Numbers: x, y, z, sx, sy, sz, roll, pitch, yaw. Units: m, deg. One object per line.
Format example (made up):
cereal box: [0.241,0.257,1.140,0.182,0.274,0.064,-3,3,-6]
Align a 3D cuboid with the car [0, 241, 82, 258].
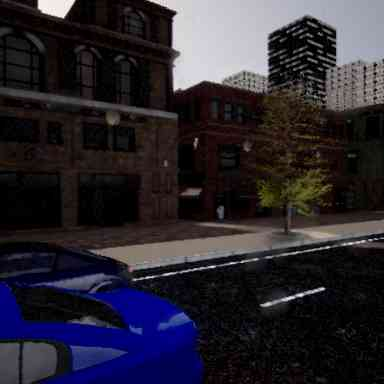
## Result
car: [-3.054,1.563,5.496,4.181,1.385,1.994,0,0,-35]

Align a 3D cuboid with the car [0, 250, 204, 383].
car: [-2.240,1.477,2.087,5.008,1.535,1.882,0,0,-35]
